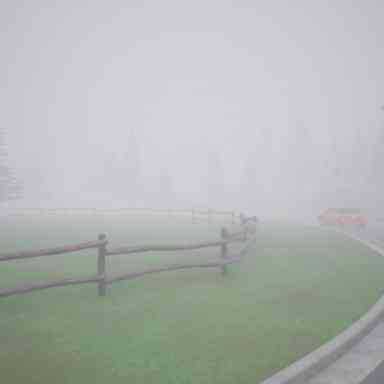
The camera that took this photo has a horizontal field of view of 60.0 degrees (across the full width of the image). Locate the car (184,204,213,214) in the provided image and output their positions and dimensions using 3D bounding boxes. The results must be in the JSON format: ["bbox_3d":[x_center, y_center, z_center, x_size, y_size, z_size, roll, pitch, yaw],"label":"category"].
[{"bbox_3d":[0.986,2.788,54.422,5.008,1.535,1.882,-1,-3,30],"label":"car"}]

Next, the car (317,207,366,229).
[{"bbox_3d":[12.037,1.975,27.083,2.097,1.767,4.553,0,-1,-4],"label":"car"}]
